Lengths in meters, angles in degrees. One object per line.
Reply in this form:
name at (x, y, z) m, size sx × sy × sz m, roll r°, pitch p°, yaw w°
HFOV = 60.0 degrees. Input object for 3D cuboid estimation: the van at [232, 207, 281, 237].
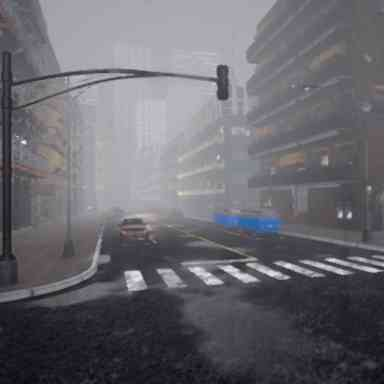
van at (4.424, 1.979, 22.560) m, size 1.690 × 1.788 × 3.998 m, roll -1°, pitch -2°, yaw -14°

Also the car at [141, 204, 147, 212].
car at (-10.538, 3.992, 82.306) m, size 2.192 × 1.841 × 5.009 m, roll -1°, pitch -2°, yaw -14°

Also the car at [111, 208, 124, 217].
car at (-13.195, 3.544, 58.572) m, size 2.008 × 1.369 × 4.403 m, roll -1°, pitch -2°, yaw -14°

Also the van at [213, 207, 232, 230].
van at (3.064, 2.164, 27.991) m, size 1.690 × 1.788 × 3.998 m, roll -1°, pitch -2°, yaw -14°

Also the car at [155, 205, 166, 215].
car at (-5.133, 3.465, 60.740) m, size 1.752 × 1.417 × 4.829 m, roll -1°, pitch -2°, yaw -14°

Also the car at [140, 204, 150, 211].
car at (-13.258, 4.363, 93.168) m, size 2.192 × 1.841 × 5.009 m, roll -1°, pitch -2°, yaw -14°

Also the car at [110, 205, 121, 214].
car at (-17.304, 3.865, 74.867) m, size 2.192 × 1.841 × 5.009 m, roll -1°, pitch -2°, yaw -14°

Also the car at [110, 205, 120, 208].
car at (-11.838, 3.248, 53.144) m, size 1.967 × 1.590 × 4.097 m, roll -1°, pitch -2°, yaw -14°

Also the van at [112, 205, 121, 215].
van at (-14.560, 3.520, 64.009) m, size 1.690 × 1.788 × 3.998 m, roll -1°, pitch -2°, yaw -14°

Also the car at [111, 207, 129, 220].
car at (-10.474, 3.204, 47.709) m, size 1.802 × 1.307 × 4.206 m, roll -1°, pitch -2°, yaw -14°

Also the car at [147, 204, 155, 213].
car at (-7.818, 3.620, 71.443) m, size 2.192 × 1.841 × 5.009 m, roll -1°, pitch -2°, yaw -14°

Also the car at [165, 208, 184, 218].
car at (-2.370, 3.146, 49.711) m, size 1.802 × 1.307 × 4.206 m, roll -1°, pitch -2°, yaw -14°

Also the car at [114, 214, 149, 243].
car at (-3.673, 2.279, 20.552) m, size 1.802 × 1.307 × 4.206 m, roll -1°, pitch -2°, yaw -14°
